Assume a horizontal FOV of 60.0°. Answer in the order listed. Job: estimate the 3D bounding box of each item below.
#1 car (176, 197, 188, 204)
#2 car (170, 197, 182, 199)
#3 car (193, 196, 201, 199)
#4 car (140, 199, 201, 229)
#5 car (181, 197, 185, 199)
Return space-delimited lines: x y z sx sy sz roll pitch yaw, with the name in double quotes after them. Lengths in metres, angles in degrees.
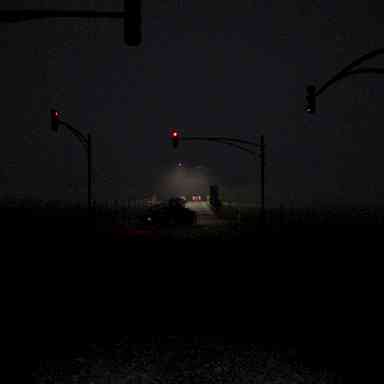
-1.924 1.595 63.810 1.994 1.385 4.181 0 0 2 "car"
-2.414 1.561 34.180 2.033 1.411 5.357 0 0 0 "car"
1.065 1.634 75.952 1.895 1.301 4.718 0 0 1 "car"
-1.432 1.481 22.057 1.882 1.535 5.008 1 0 27 "car"
-2.265 1.524 43.957 1.837 1.490 4.892 0 0 1 "car"
